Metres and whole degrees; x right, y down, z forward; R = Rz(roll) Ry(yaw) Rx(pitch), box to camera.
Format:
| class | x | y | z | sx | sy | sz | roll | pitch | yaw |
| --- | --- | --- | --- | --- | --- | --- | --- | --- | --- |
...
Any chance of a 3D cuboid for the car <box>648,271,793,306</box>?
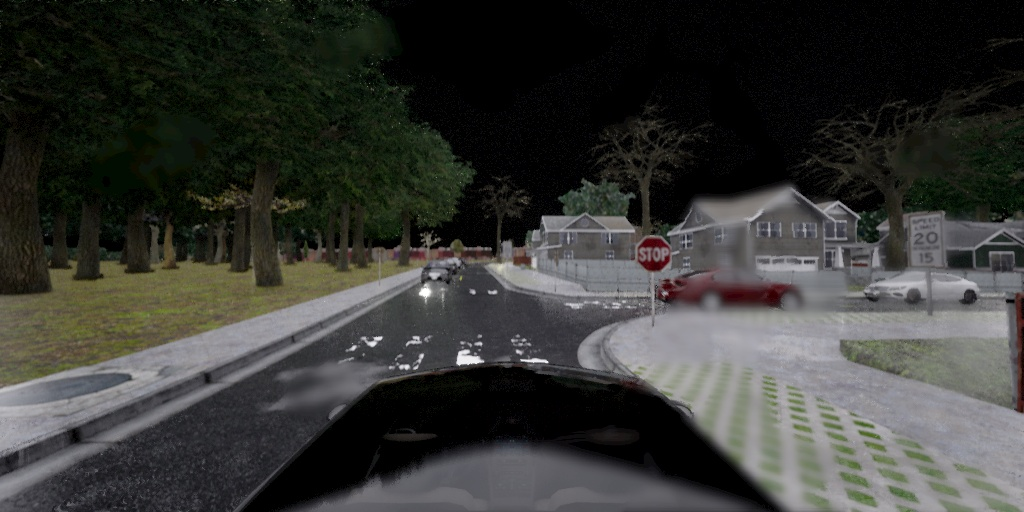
| class | x | y | z | sx | sy | sz | roll | pitch | yaw |
| --- | --- | --- | --- | --- | --- | --- | --- | --- | --- |
| car | 9.096 | 1.400 | 15.908 | 5.357 | 1.411 | 2.033 | 1 | -2 | -6 |

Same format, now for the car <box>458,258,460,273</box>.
| class | x | y | z | sx | sy | sz | roll | pitch | yaw |
| --- | --- | --- | --- | --- | --- | --- | --- | --- | --- |
| car | -6.217 | 1.001 | 34.321 | 1.812 | 1.442 | 4.674 | 0 | 0 | -7 |

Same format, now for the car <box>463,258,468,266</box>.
| class | x | y | z | sx | sy | sz | roll | pitch | yaw |
| --- | --- | --- | --- | --- | --- | --- | --- | --- | --- |
| car | -8.661 | 1.022 | 60.752 | 1.895 | 1.301 | 4.718 | 0 | 0 | -1 |

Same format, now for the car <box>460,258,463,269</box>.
| class | x | y | z | sx | sy | sz | roll | pitch | yaw |
| --- | --- | --- | --- | --- | --- | --- | --- | --- | --- |
| car | -7.447 | 0.929 | 45.245 | 1.812 | 1.442 | 4.674 | 0 | 0 | -6 |

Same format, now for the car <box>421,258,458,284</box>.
| class | x | y | z | sx | sy | sz | roll | pitch | yaw |
| --- | --- | --- | --- | --- | --- | --- | --- | --- | --- |
| car | -5.080 | 1.051 | 24.605 | 2.128 | 1.511 | 4.902 | 0 | 1 | -7 |

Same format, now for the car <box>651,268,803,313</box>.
| class | x | y | z | sx | sy | sz | roll | pitch | yaw |
| --- | --- | --- | --- | --- | --- | --- | --- | --- | --- |
| car | 7.845 | 1.202 | 12.985 | 5.008 | 1.535 | 1.882 | 1 | -3 | -9 |

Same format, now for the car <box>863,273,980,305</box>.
| class | x | y | z | sx | sy | sz | roll | pitch | yaw |
| --- | --- | --- | --- | --- | --- | --- | --- | --- | --- |
| car | 19.410 | 1.505 | 17.046 | 4.674 | 1.442 | 1.812 | 1 | -2 | -6 |
